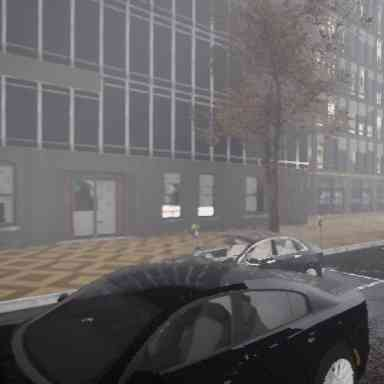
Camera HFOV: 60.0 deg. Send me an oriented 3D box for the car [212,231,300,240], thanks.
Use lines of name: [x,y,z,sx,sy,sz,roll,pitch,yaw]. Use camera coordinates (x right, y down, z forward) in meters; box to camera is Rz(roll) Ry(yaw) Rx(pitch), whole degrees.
car: [1.187,1.588,7.410,4.403,1.369,2.008,1,0,-36]

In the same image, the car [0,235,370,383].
car: [-0.277,1.488,3.182,5.008,1.535,1.882,1,0,-36]
